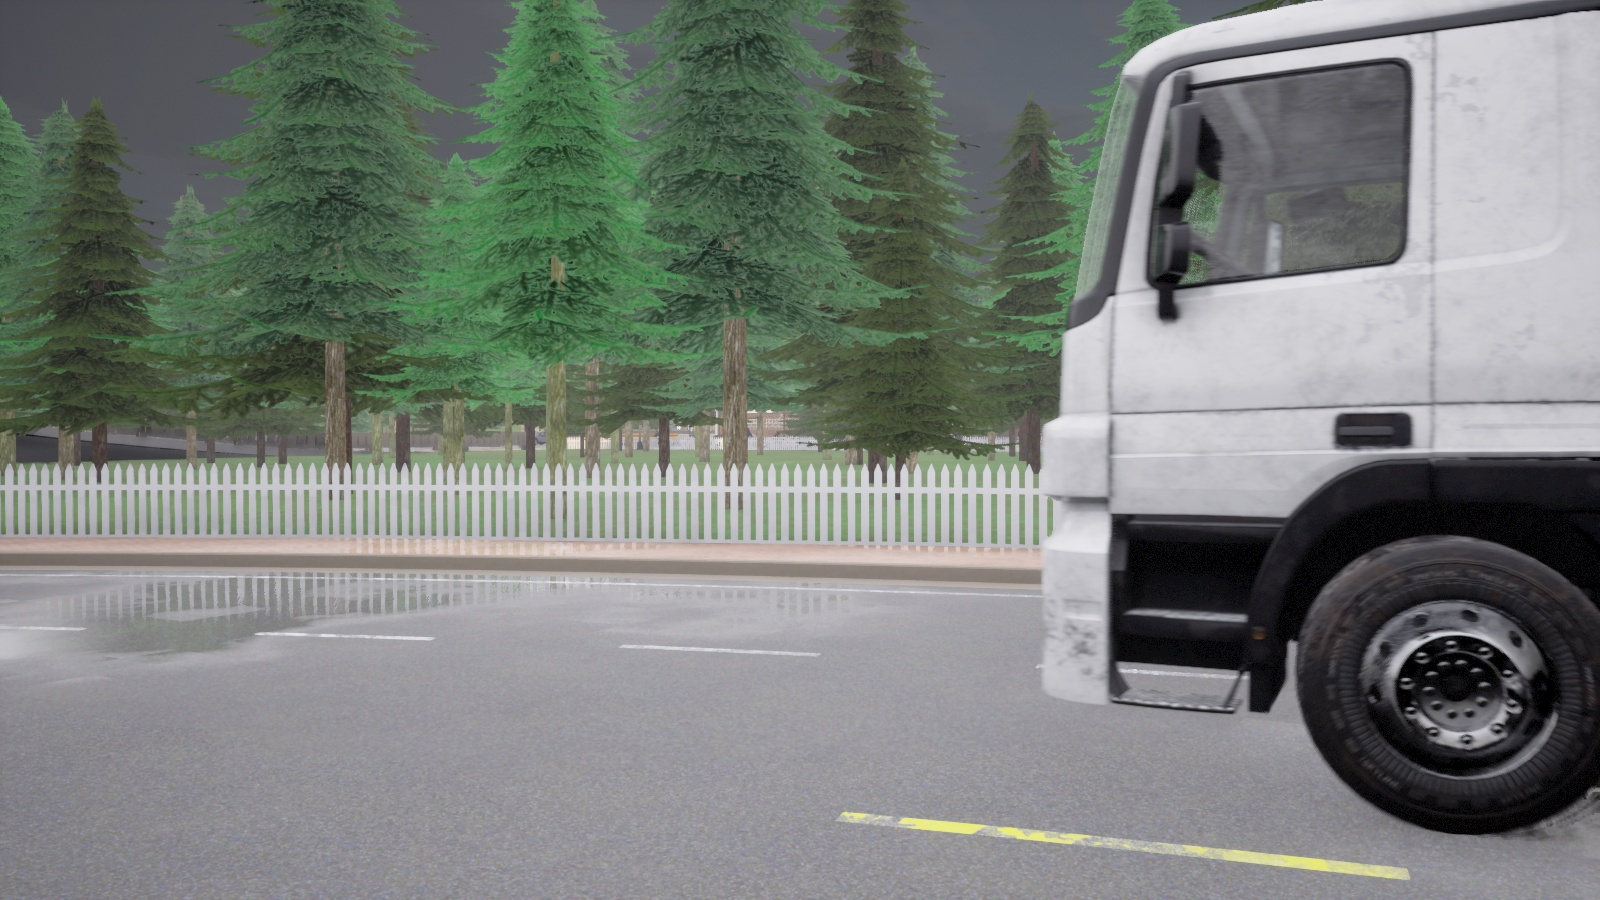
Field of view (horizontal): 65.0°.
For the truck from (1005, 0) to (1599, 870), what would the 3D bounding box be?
[{"bbox_3d":[5.101,-0.217,5.009,7.936,3.462,2.891,1,1,26],"label":"truck"}]
